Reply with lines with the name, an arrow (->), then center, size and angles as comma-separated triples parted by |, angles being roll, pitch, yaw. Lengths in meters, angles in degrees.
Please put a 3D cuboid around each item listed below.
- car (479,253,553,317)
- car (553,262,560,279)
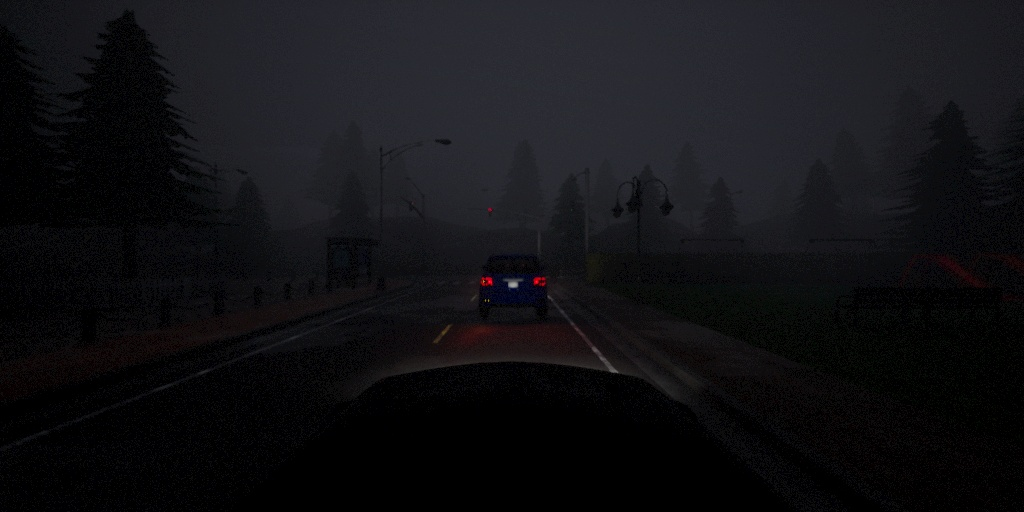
car -> 0.056, 0.921, 13.135 | 2.150, 2.045, 5.566 | 0, 0, 0
car -> 1.730, 0.864, 28.536 | 2.150, 2.045, 5.566 | -2, -1, 34
